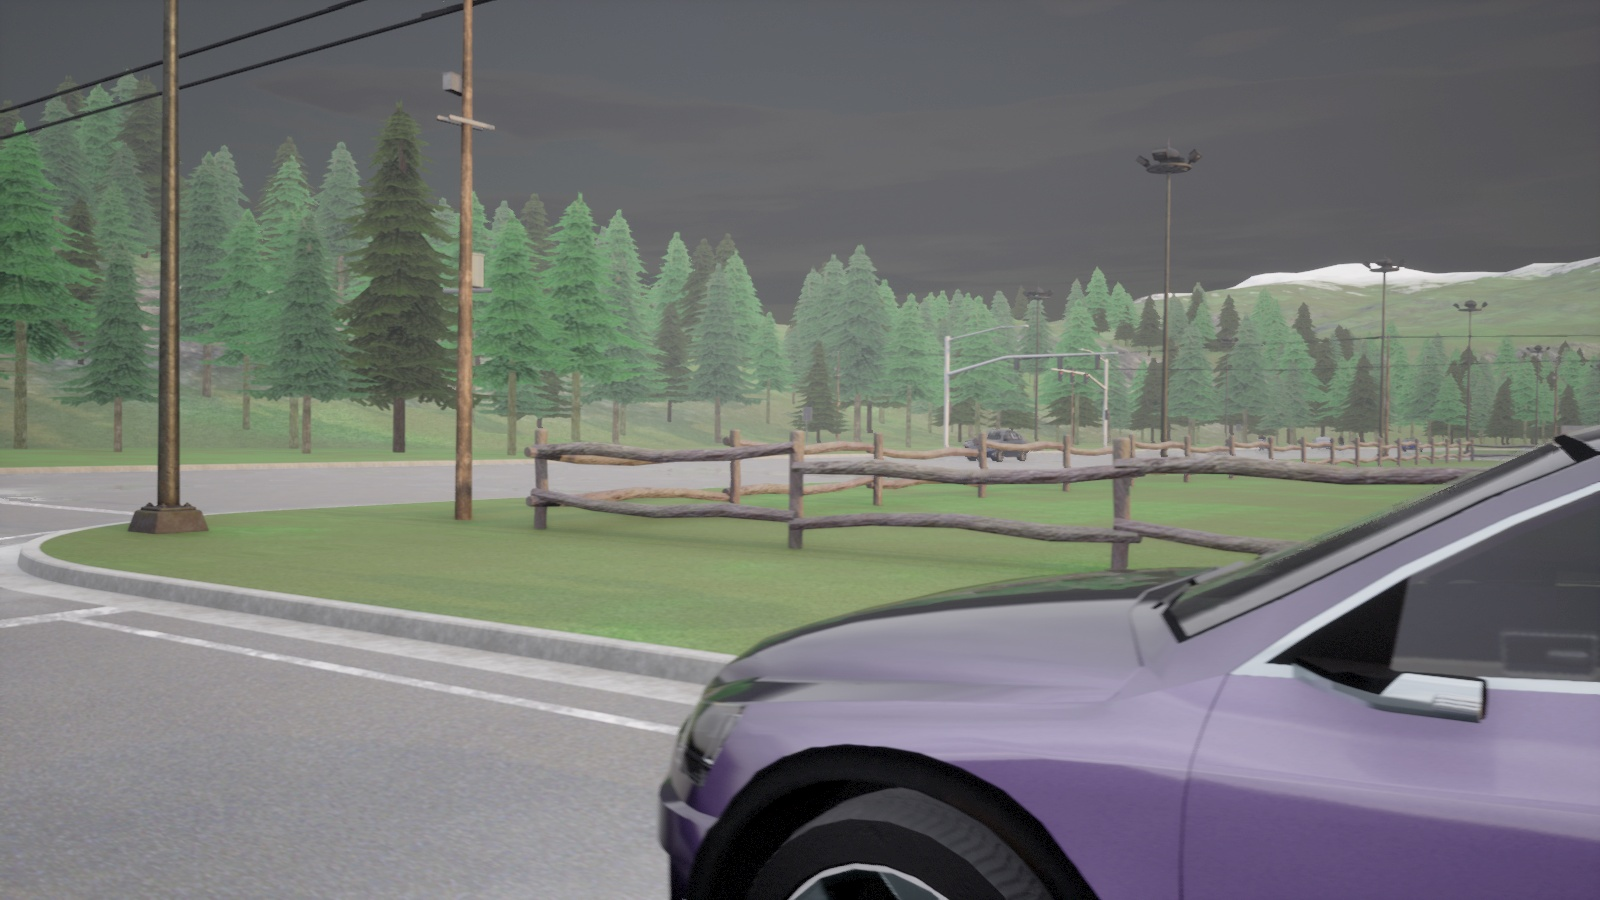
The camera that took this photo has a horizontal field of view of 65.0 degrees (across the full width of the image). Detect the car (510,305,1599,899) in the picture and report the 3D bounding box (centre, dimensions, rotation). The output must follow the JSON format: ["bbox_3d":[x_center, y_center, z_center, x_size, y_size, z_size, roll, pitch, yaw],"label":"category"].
[{"bbox_3d":[1.944,0.613,2.331,4.856,1.649,2.033,0,1,34],"label":"car"}]

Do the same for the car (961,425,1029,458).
[{"bbox_3d":[9.782,-0.448,62.761,1.851,1.617,3.988,0,1,34],"label":"car"}]
